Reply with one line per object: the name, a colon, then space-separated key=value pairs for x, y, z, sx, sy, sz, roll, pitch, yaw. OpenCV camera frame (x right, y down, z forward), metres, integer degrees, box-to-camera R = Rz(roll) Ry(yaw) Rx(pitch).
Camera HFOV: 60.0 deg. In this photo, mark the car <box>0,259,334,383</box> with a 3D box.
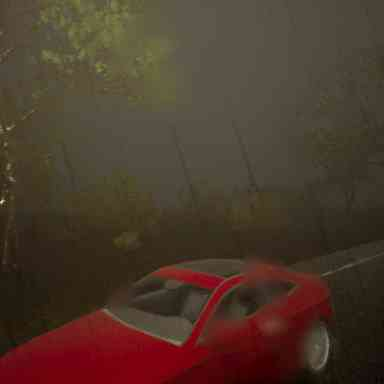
car: x=0.082 y=1.647 z=4.046 sx=4.674 sy=1.442 sz=1.812 roll=0 pitch=-2 yaw=-43
